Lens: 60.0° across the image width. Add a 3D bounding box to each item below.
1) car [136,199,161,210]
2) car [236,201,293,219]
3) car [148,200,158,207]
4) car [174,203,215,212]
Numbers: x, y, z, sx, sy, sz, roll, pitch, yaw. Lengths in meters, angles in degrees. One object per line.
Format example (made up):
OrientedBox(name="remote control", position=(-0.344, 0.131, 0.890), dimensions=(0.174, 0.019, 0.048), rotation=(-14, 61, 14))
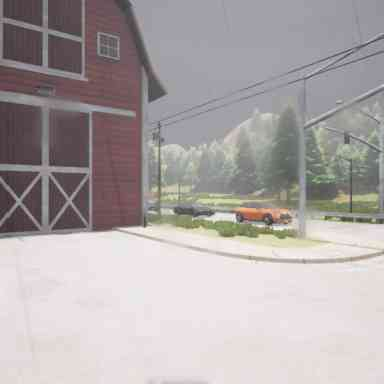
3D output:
OrientedBox(name="car", position=(-6.558, 1.850, 49.597), dimensions=(1.812, 1.442, 4.674), rotation=(0, 0, -34))
OrientedBox(name="car", position=(5.473, 1.526, 25.612), dimensions=(2.097, 1.767, 4.553), rotation=(0, 0, -34))
OrientedBox(name="car", position=(-5.762, 1.845, 42.059), dimensions=(1.994, 1.385, 4.181), rotation=(0, 0, -34))
OrientedBox(name="car", position=(0.099, 1.772, 33.472), dimensions=(2.033, 1.411, 5.357), rotation=(0, 0, -34))
